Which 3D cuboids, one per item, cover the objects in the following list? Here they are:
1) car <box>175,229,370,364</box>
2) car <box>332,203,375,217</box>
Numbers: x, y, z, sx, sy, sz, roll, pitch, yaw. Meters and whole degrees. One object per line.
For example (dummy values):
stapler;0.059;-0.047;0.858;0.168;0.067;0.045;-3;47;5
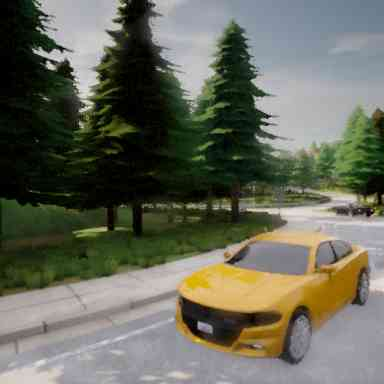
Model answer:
car;1.822;1.527;6.258;1.882;1.535;5.008;-1;-1;41
car;15.919;1.790;33.152;1.895;1.301;4.718;0;-1;-5
